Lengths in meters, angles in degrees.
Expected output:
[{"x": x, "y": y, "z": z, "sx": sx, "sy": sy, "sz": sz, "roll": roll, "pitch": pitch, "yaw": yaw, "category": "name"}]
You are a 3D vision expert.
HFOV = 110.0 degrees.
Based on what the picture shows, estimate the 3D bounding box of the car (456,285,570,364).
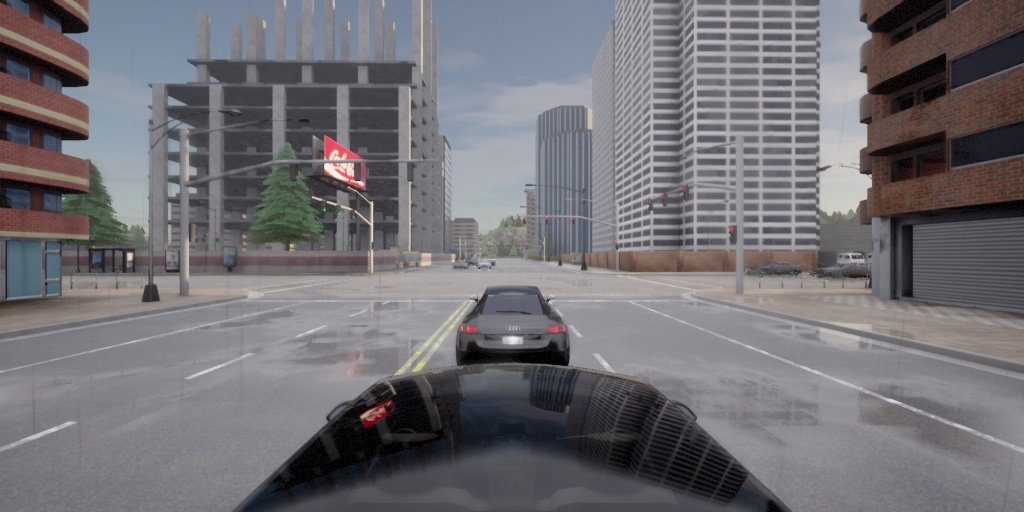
[{"x": 0.011, "y": 1.314, "z": 7.709, "sx": 1.994, "sy": 1.385, "sz": 4.181, "roll": 0, "pitch": 0, "yaw": 0, "category": "car"}]

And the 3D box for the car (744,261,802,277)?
[{"x": 24.783, "y": 1.240, "z": 34.198, "sx": 4.902, "sy": 1.511, "sz": 2.128, "roll": 0, "pitch": 0, "yaw": -1, "category": "car"}]

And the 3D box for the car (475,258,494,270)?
[{"x": -4.072, "y": 1.273, "z": 53.591, "sx": 1.812, "sy": 1.442, "sz": 4.674, "roll": 0, "pitch": 0, "yaw": -1, "category": "car"}]

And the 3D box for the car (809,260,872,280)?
[{"x": 28.773, "y": 1.296, "z": 30.755, "sx": 5.357, "sy": 1.411, "sz": 2.033, "roll": 0, "pitch": 0, "yaw": -1, "category": "car"}]

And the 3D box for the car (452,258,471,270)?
[{"x": -7.571, "y": 1.349, "z": 52.959, "sx": 1.895, "sy": 1.301, "sz": 4.718, "roll": 0, "pitch": 0, "yaw": 0, "category": "car"}]
